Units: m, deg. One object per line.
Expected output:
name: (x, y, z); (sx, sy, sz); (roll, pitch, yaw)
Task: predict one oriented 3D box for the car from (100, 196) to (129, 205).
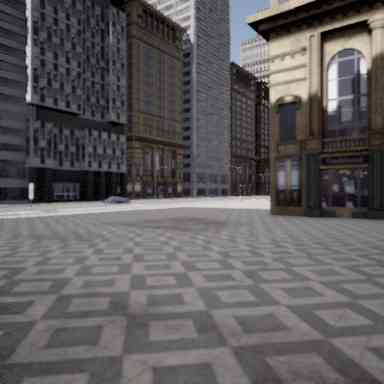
car: (-13.441, 1.422, 58.043); (2.033, 1.411, 5.357); (0, 0, 36)
